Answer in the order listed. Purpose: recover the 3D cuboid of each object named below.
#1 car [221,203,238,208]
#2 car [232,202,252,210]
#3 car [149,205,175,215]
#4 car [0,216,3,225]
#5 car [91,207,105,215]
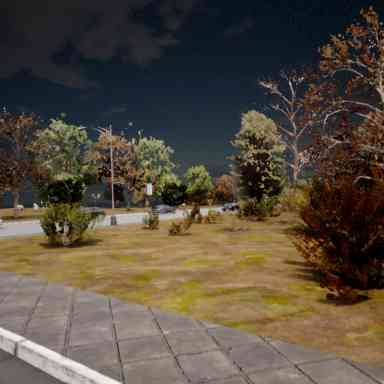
[{"bbox_3d":[6.312,2.310,51.004,1.895,1.301,4.718,-3,-2,32],"label":"car"},{"bbox_3d":[9.423,2.575,62.483,1.895,1.301,4.718,-3,-2,33],"label":"car"},{"bbox_3d":[-4.255,2.538,47.622,1.994,1.385,4.181,-3,-2,32],"label":"car"},{"bbox_3d":[-17.678,2.408,26.604,1.812,1.442,4.674,-3,-2,34],"label":"car"},{"bbox_3d":[-11.579,2.409,35.971,1.837,1.490,4.892,-3,-2,32],"label":"car"}]
